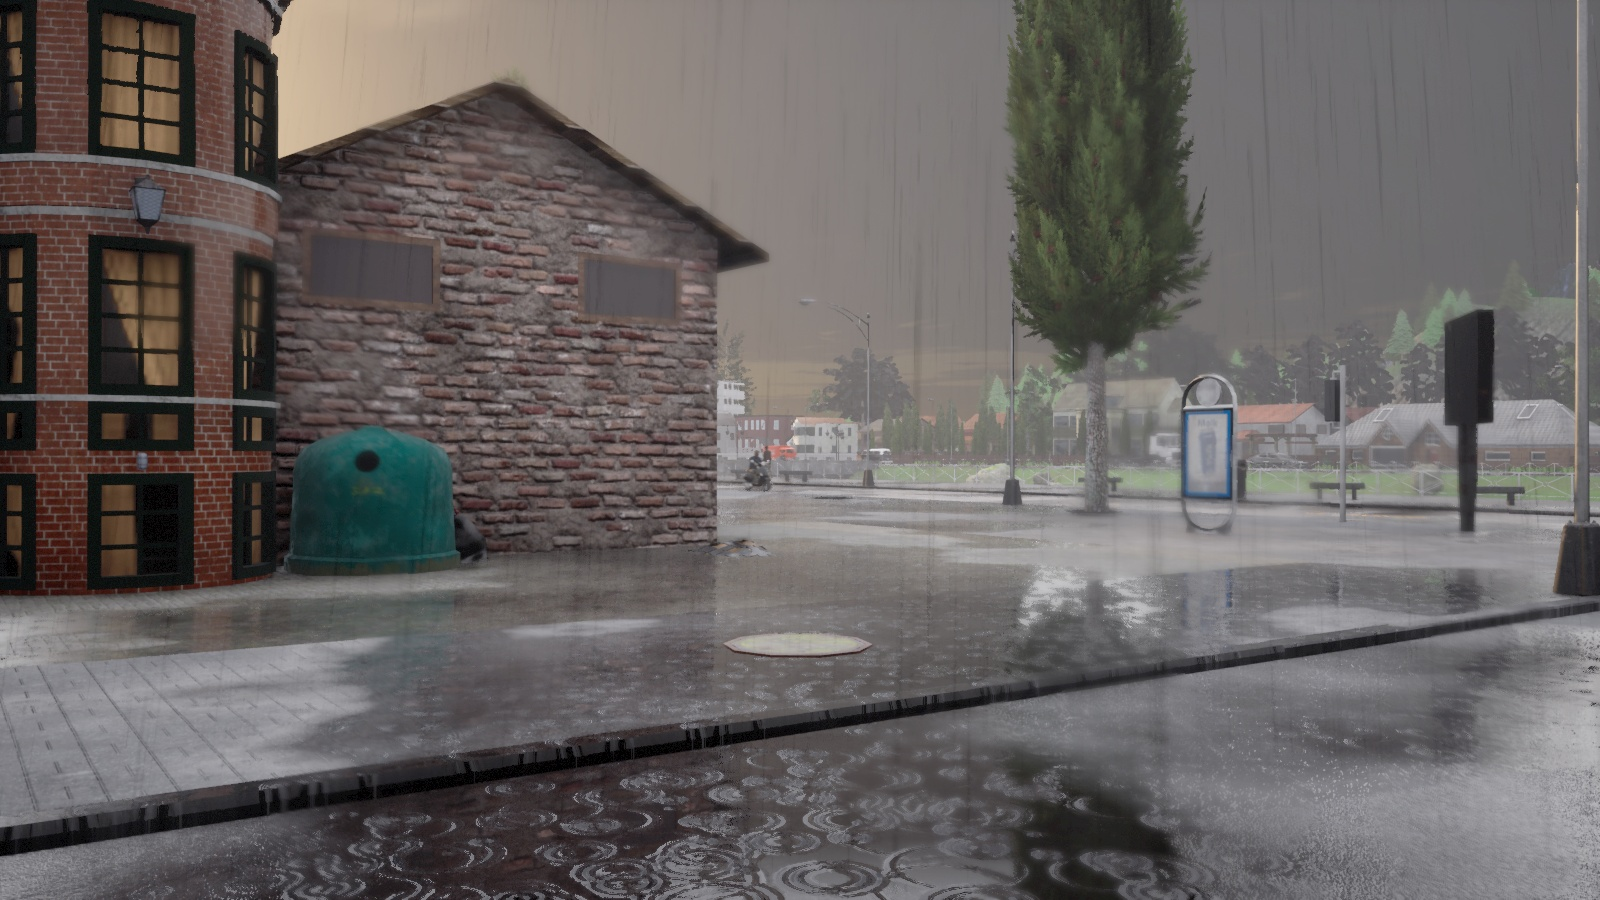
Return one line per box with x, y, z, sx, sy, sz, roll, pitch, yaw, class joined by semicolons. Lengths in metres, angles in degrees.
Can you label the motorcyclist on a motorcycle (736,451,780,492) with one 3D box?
-1.631;0.822;49.019;0.866;1.590;1.817;0;0;-35;motorcyclist on a motorcycle
